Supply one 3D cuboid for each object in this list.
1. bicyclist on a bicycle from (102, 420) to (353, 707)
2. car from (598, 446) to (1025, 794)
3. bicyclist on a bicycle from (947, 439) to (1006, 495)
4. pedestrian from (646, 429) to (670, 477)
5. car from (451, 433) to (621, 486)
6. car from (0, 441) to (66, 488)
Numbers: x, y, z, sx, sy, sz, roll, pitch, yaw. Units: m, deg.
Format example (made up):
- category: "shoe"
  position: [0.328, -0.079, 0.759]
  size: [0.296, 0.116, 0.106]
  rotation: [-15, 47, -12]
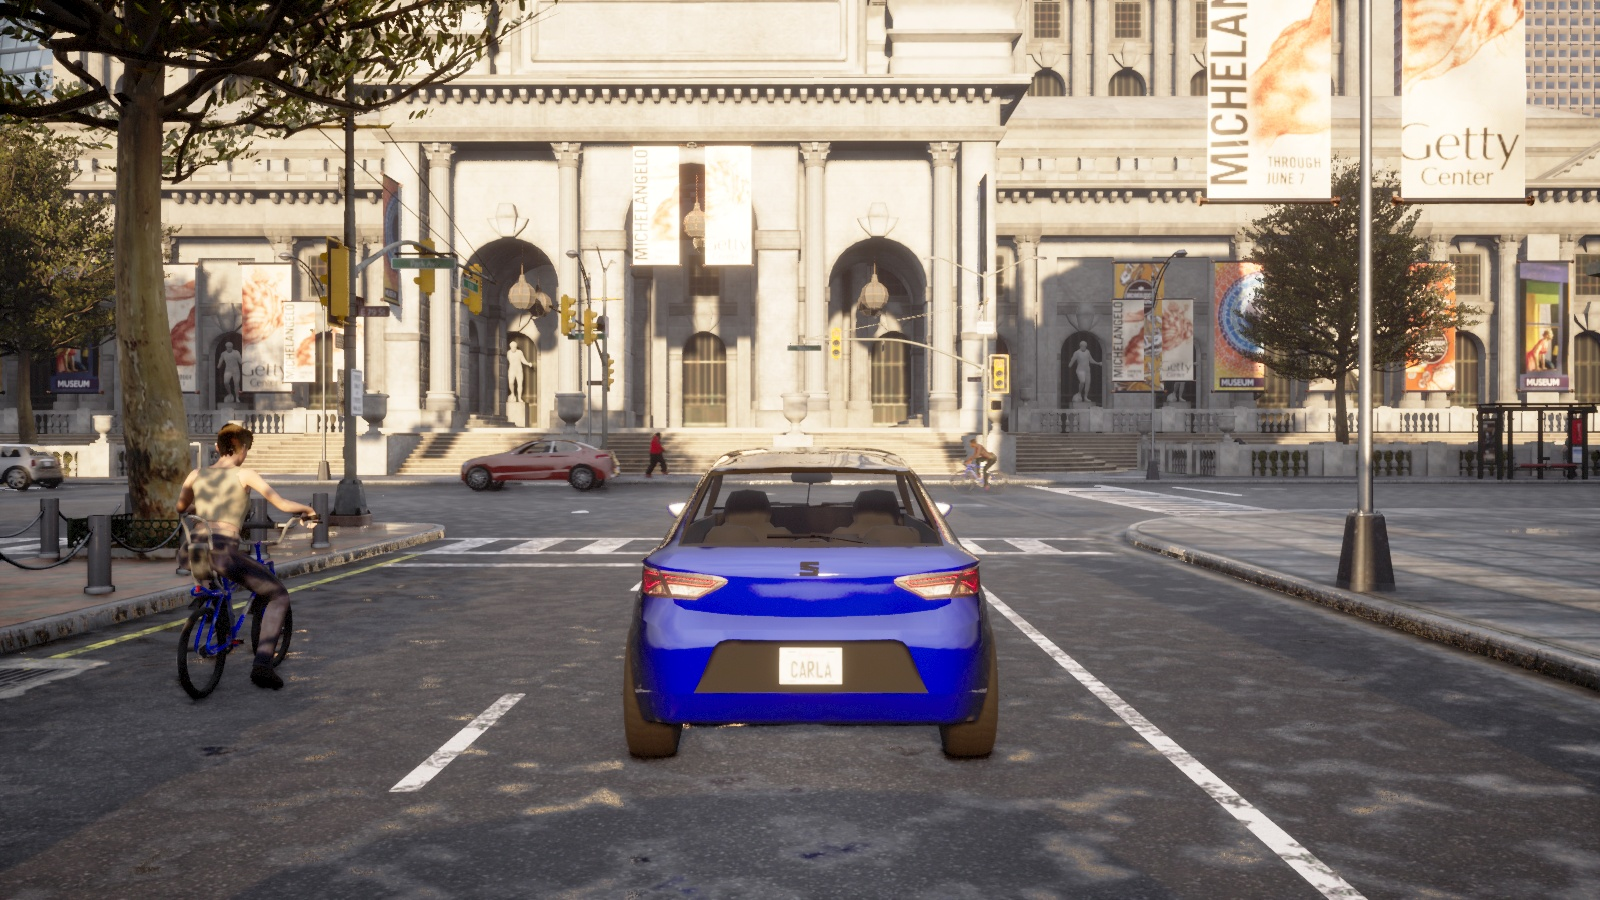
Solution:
- category: "bicyclist on a bicycle"
  position: [-3.492, 0.636, 7.820]
  size: [0.866, 1.612, 1.509]
  rotation: [0, 0, 0]
- category: "car"
  position: [0.057, 0.718, 7.451]
  size: [1.816, 1.474, 4.193]
  rotation: [0, 0, 0]
- category: "bicyclist on a bicycle"
  position: [5.185, 0.495, 36.925]
  size: [1.656, 1.620, 0.582]
  rotation: [0, 0, 1]
- category: "pedestrian"
  position: [-5.518, 0.123, 48.890]
  size: [0.899, 1.844, 0.634]
  rotation: [0, 0, -9]
- category: "car"
  position: [-8.447, 0.289, 40.556]
  size: [5.027, 1.651, 2.152]
  rotation: [0, 0, 1]
- category: "car"
  position: [-26.270, 0.461, 40.730]
  size: [3.806, 1.475, 1.970]
  rotation: [0, 0, 1]
